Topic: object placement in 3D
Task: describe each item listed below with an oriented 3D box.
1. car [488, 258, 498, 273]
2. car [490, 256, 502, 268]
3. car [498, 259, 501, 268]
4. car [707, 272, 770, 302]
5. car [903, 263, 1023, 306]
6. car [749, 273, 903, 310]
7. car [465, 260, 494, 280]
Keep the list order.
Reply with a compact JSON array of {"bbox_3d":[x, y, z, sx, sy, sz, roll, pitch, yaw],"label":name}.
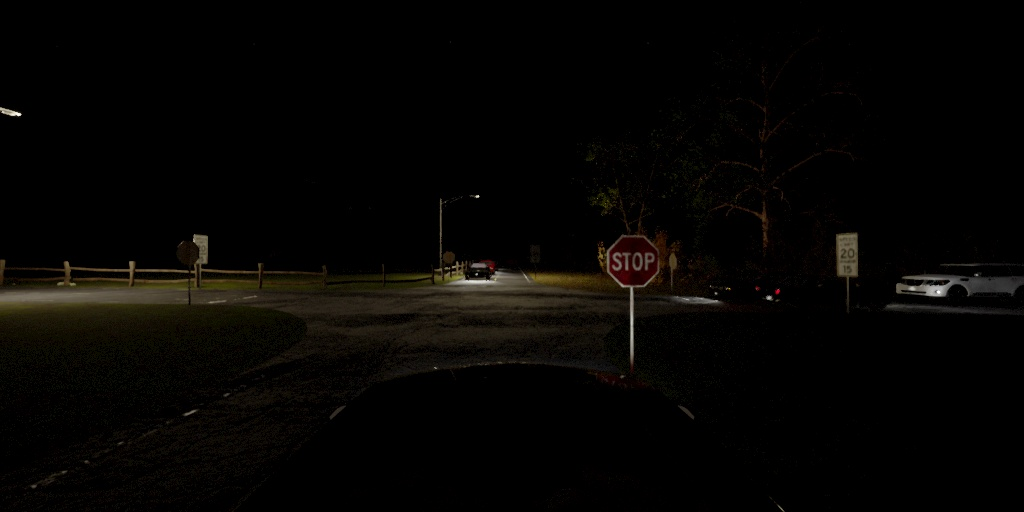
[{"bbox_3d":[-2.890,1.252,40.406,1.882,1.535,5.008,0,0,0],"label":"car"},{"bbox_3d":[-2.837,1.024,60.505,2.150,2.045,5.566,0,0,0],"label":"car"},{"bbox_3d":[-2.897,1.387,49.754,1.895,1.301,4.718,0,0,0],"label":"car"},{"bbox_3d":[12.959,1.538,18.178,5.357,1.411,2.033,1,-1,-2],"label":"car"},{"bbox_3d":[23.166,1.364,18.293,5.566,2.045,2.150,1,-1,0],"label":"car"},{"bbox_3d":[13.316,1.552,15.442,4.718,1.301,1.895,1,-1,1],"label":"car"},{"bbox_3d":[-2.886,1.329,31.280,1.994,1.385,4.181,0,0,0],"label":"car"}]
